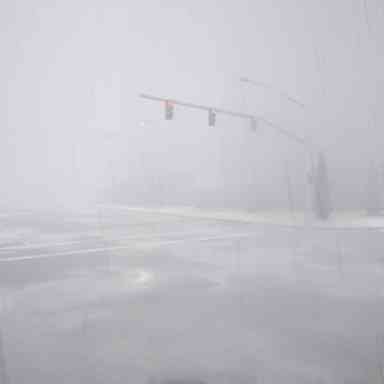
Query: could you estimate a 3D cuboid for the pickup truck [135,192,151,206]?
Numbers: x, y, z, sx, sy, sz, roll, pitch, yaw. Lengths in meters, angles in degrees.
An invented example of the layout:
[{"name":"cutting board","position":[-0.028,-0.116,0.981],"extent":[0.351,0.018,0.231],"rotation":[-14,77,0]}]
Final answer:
[{"name":"pickup truck","position":[-7.434,1.014,52.004],"extent":[2.390,2.098,6.274],"rotation":[0,0,-6]}]
